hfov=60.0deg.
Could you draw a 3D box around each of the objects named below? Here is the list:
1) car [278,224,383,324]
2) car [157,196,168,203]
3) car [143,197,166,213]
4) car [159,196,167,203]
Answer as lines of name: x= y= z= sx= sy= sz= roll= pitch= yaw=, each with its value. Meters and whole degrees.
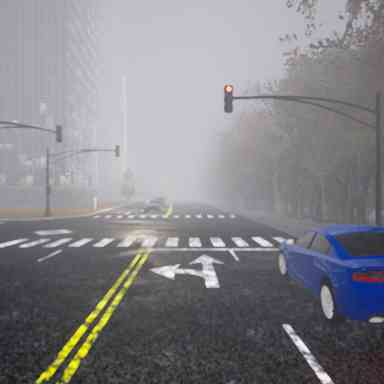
car: x=3.259 y=1.439 z=7.179 sx=1.882 sy=1.535 sz=5.008 roll=-3 pitch=-1 yaw=1
car: x=-6.025 y=1.505 z=68.177 sx=2.128 sy=1.511 sz=4.902 roll=0 pitch=0 yaw=-4
car: x=-4.241 y=1.547 z=36.846 sx=2.033 sy=1.411 sz=5.357 roll=0 pitch=0 yaw=-3
car: x=-4.817 y=1.480 z=48.472 sx=1.882 sy=1.535 sz=5.008 roll=0 pitch=1 yaw=-3
